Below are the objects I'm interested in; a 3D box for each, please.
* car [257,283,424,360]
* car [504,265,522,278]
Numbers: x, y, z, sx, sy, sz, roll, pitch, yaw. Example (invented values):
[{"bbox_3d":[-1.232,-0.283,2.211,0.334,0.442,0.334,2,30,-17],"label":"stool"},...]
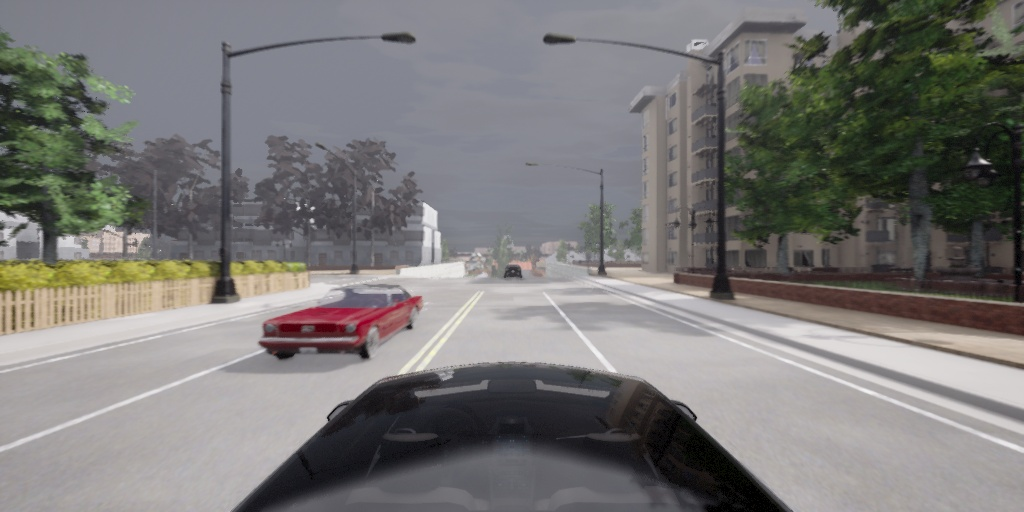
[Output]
[{"bbox_3d":[-3.574,1.363,8.509,1.895,1.301,4.718,0,0,0],"label":"car"},{"bbox_3d":[0.118,1.740,39.841,1.882,1.535,5.008,0,-7,0],"label":"car"}]
